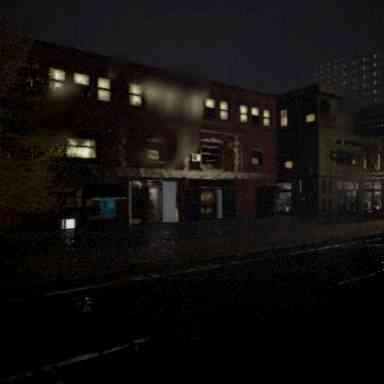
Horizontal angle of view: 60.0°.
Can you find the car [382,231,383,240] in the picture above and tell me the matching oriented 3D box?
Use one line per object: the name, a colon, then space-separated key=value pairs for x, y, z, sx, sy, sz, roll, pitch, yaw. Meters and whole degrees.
car: x=10.404 y=1.607 z=14.984 sx=4.181 sy=1.385 sz=1.994 roll=0 pitch=0 yaw=-36
